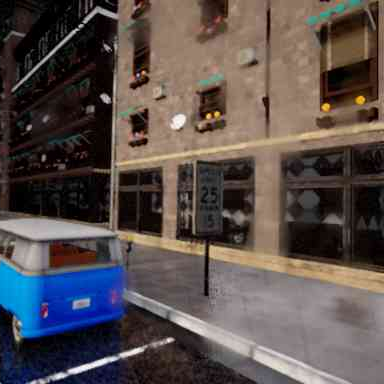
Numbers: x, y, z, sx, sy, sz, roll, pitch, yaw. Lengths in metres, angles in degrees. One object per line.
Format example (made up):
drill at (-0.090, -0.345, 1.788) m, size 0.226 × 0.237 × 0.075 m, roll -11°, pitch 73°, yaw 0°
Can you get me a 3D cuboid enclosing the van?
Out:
van at (-2.888, 1.470, 6.449) m, size 1.690 × 1.788 × 3.998 m, roll 3°, pitch -2°, yaw -41°
